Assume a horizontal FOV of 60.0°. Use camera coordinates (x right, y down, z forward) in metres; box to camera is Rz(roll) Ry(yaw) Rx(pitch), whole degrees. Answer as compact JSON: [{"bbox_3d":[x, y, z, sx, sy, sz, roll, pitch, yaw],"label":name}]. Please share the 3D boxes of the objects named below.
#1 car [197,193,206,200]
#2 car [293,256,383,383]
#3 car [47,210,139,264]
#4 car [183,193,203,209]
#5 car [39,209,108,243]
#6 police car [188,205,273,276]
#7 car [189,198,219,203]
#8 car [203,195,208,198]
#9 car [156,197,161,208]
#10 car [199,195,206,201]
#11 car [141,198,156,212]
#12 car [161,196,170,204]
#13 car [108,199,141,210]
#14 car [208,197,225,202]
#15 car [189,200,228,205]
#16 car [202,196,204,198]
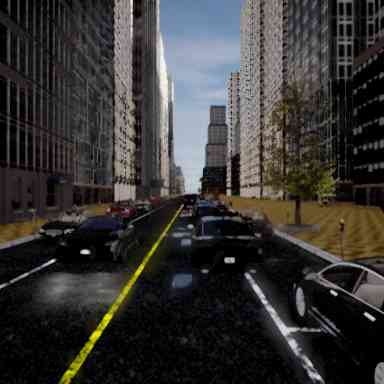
[{"bbox_3d":[2.672,1.261,95.469,2.192,1.841,5.009,0,0,0],"label":"car"},{"bbox_3d":[2.695,1.547,4.446,2.008,1.369,4.403,0,0,0],"label":"car"},{"bbox_3d":[-3.104,1.554,11.667,1.994,1.385,4.181,0,0,0],"label":"car"},{"bbox_3d":[0.002,1.188,44.827,2.150,2.045,5.566,0,0,0],"label":"car"},{"bbox_3d":[-5.689,1.538,15.843,2.008,1.369,4.403,0,0,0],"label":"car"},{"bbox_3d":[0.897,1.417,10.503,1.930,1.638,5.238,0,0,0],"label":"police car"},{"bbox_3d":[0.892,1.484,26.394,1.837,1.490,4.892,0,0,0],"label":"car"},{"bbox_3d":[2.686,1.411,38.579,1.967,1.590,4.097,0,0,0],"label":"car"},{"bbox_3d":[-5.696,1.512,44.289,1.887,1.381,4.507,0,0,0],"label":"car"},{"bbox_3d":[2.674,1.474,84.261,1.752,1.417,4.829,0,0,0],"label":"car"},{"bbox_3d":[-5.695,1.522,38.600,2.008,1.369,4.403,0,0,0],"label":"car"},{"bbox_3d":[-5.701,1.502,61.356,1.887,1.381,4.507,0,0,0],"label":"car"},{"bbox_3d":[-5.691,1.419,27.222,1.967,1.590,4.097,0,0,0],"label":"car"},{"bbox_3d":[2.687,1.526,32.891,2.008,1.369,4.403,0,0,0],"label":"car"},{"bbox_3d":[0.894,1.489,20.394,1.837,1.490,4.892,0,0,0],"label":"car"},{"bbox_3d":[2.684,1.512,44.269,1.887,1.381,4.507,0,0,0],"label":"car"}]
